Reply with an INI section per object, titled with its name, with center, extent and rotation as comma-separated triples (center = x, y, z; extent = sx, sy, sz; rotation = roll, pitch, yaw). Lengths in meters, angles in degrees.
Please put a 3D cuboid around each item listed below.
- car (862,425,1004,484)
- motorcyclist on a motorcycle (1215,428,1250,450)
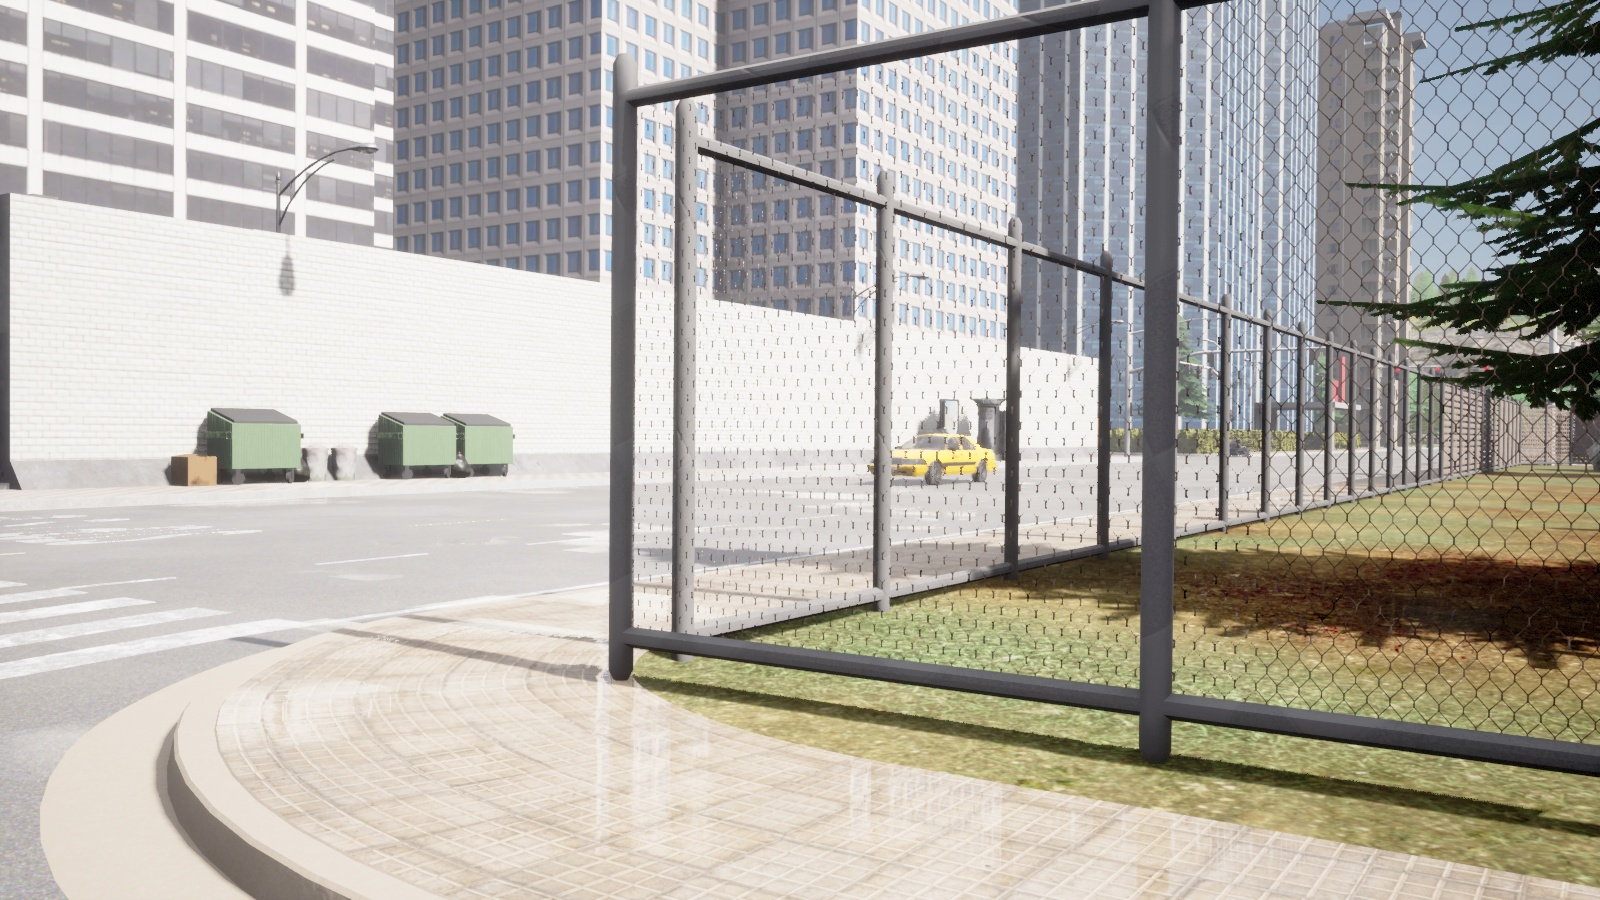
[car]
center = 3.942, 0.085, 36.230
extent = 1.801, 1.575, 5.366
rotation = 0, 1, 34
[motorcyclist on a motorcycle]
center = 30.954, -0.757, 89.896
extent = 2.191, 1.530, 0.866
rotation = -1, -1, 0
